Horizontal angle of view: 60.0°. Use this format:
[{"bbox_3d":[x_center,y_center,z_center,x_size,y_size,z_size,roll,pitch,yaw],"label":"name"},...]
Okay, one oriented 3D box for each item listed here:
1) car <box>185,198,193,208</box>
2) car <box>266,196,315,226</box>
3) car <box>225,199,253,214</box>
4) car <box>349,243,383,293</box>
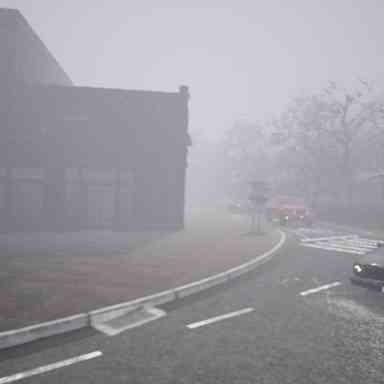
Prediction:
[{"bbox_3d":[-1.565,1.758,57.168,2.097,1.767,4.553,2,-2,-24],"label":"car"},{"bbox_3d":[7.220,1.344,25.047,2.150,2.045,5.566,2,0,-3],"label":"car"},{"bbox_3d":[5.408,1.555,38.261,2.097,1.767,4.553,2,-1,-14],"label":"car"},{"bbox_3d":[5.972,1.523,7.956,5.357,1.411,2.033,0,0,-36],"label":"car"}]
